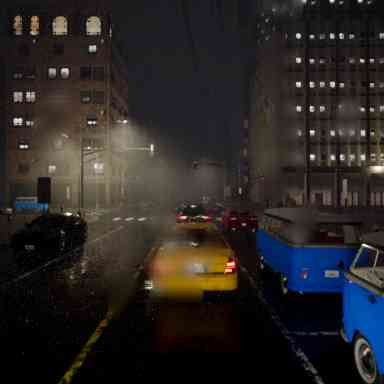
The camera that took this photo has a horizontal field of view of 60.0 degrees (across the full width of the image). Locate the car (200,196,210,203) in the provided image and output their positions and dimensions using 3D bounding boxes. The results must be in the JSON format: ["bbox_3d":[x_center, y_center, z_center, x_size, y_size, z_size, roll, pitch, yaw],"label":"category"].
[{"bbox_3d":[2.677,1.517,68.808,1.887,1.381,4.507,1,0,0],"label":"car"}]

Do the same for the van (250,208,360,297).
[{"bbox_3d":[2.700,1.343,8.257,1.690,1.788,3.998,1,0,0],"label":"van"}]

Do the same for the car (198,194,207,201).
[{"bbox_3d":[2.673,1.393,85.763,1.967,1.590,4.097,1,0,0],"label":"car"}]

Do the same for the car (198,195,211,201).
[{"bbox_3d":[2.679,1.529,63.157,2.008,1.369,4.403,1,0,0],"label":"car"}]

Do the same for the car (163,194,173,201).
[{"bbox_3d":[-5.705,1.400,80.109,1.967,1.590,4.097,1,0,0],"label":"car"}]

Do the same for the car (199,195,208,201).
[{"bbox_3d":[2.673,1.510,80.111,2.008,1.369,4.403,1,0,0],"label":"car"}]

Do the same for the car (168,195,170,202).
[{"bbox_3d":[-5.701,1.560,63.155,1.802,1.307,4.206,1,0,0],"label":"car"}]

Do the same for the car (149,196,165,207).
[{"bbox_3d":[-5.698,1.572,51.852,1.802,1.307,4.206,1,0,0],"label":"car"}]

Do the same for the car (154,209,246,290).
[{"bbox_3d":[0.093,1.458,9.016,1.801,1.575,5.366,0,0,0],"label":"car"}]

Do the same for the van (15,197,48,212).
[{"bbox_3d":[-19.749,1.525,40.717,3.998,1.788,1.690,0,0,1],"label":"van"}]

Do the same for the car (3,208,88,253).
[{"bbox_3d":[-5.685,1.567,13.837,1.947,1.339,4.313,1,0,0],"label":"car"}]

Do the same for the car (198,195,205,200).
[{"bbox_3d":[2.670,1.472,91.585,1.752,1.417,4.829,1,0,0],"label":"car"}]

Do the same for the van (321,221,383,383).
[{"bbox_3d":[2.702,1.342,2.680,1.690,1.788,3.998,1,0,0],"label":"van"}]

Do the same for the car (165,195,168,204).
[{"bbox_3d":[-5.697,1.424,57.505,1.967,1.590,4.097,1,0,0],"label":"car"}]

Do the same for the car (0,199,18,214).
[{"bbox_3d":[-19.855,1.620,32.336,4.403,1.369,2.008,0,0,1],"label":"car"}]

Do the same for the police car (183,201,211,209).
[{"bbox_3d":[0.097,1.505,19.335,2.038,1.542,4.974,0,0,0],"label":"police car"}]

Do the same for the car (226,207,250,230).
[{"bbox_3d":[2.694,1.545,19.410,1.887,1.381,4.507,1,0,0],"label":"car"}]

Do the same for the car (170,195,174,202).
[{"bbox_3d":[-5.705,1.516,74.458,2.008,1.369,4.403,1,0,0],"label":"car"}]

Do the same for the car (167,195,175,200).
[{"bbox_3d":[-5.710,1.472,91.243,1.752,1.417,4.829,1,0,0],"label":"car"}]
